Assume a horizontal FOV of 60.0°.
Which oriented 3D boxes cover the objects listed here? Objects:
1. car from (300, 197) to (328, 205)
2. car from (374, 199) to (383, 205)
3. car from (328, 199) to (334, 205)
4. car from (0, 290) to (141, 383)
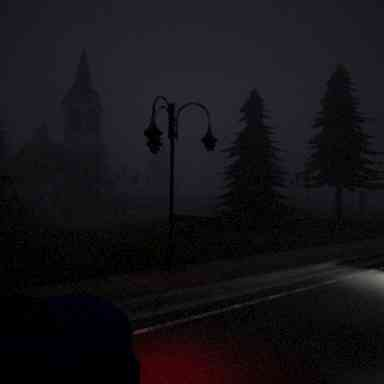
[{"bbox_3d":[26.513,2.115,72.395,2.007,1.523,4.514,1,0,-36],"label":"car"},{"bbox_3d":[43.117,2.271,75.018,1.845,1.501,3.633,1,0,-36],"label":"car"},{"bbox_3d":[29.022,2.143,74.278,2.152,1.636,5.027,1,0,-36],"label":"car"},{"bbox_3d":[-2.762,1.464,1.991,5.008,1.535,1.882,1,-1,-36],"label":"car"}]
